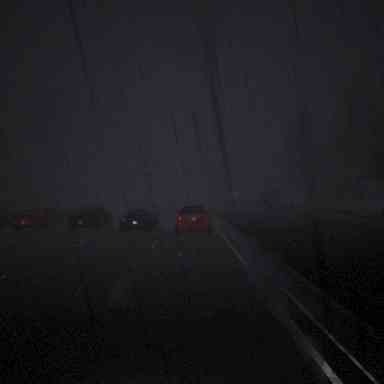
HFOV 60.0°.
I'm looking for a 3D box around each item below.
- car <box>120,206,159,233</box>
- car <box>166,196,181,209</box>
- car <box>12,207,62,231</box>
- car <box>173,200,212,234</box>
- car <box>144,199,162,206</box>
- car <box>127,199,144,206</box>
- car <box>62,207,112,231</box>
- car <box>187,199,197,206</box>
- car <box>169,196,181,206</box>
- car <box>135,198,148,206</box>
[{"bbox_3d":[-3.403,1.822,21.779,1.994,1.385,4.181,0,-1,0],"label":"car"},{"bbox_3d":[-3.508,2.055,59.558,2.097,1.767,4.553,0,-1,0],"label":"car"},{"bbox_3d":[-10.402,1.749,22.991,1.882,1.535,5.008,0,-1,0],"label":"car"},{"bbox_3d":[0.098,1.602,21.135,2.097,1.767,4.553,0,-1,0],"label":"car"},{"bbox_3d":[-7.008,2.312,60.274,1.895,1.301,4.718,0,-1,0],"label":"car"},{"bbox_3d":[-10.508,2.278,60.562,1.994,1.385,4.181,0,-1,0],"label":"car"},{"bbox_3d":[-6.904,1.749,22.996,1.882,1.535,5.008,0,-1,0],"label":"car"},{"bbox_3d":[-0.010,2.183,69.197,2.128,1.511,4.902,0,-1,0],"label":"car"},{"bbox_3d":[-3.510,1.869,69.247,2.150,2.045,5.566,0,-1,0],"label":"car"},{"bbox_3d":[-10.510,2.121,69.204,1.882,1.535,5.008,0,-1,0],"label":"car"}]
